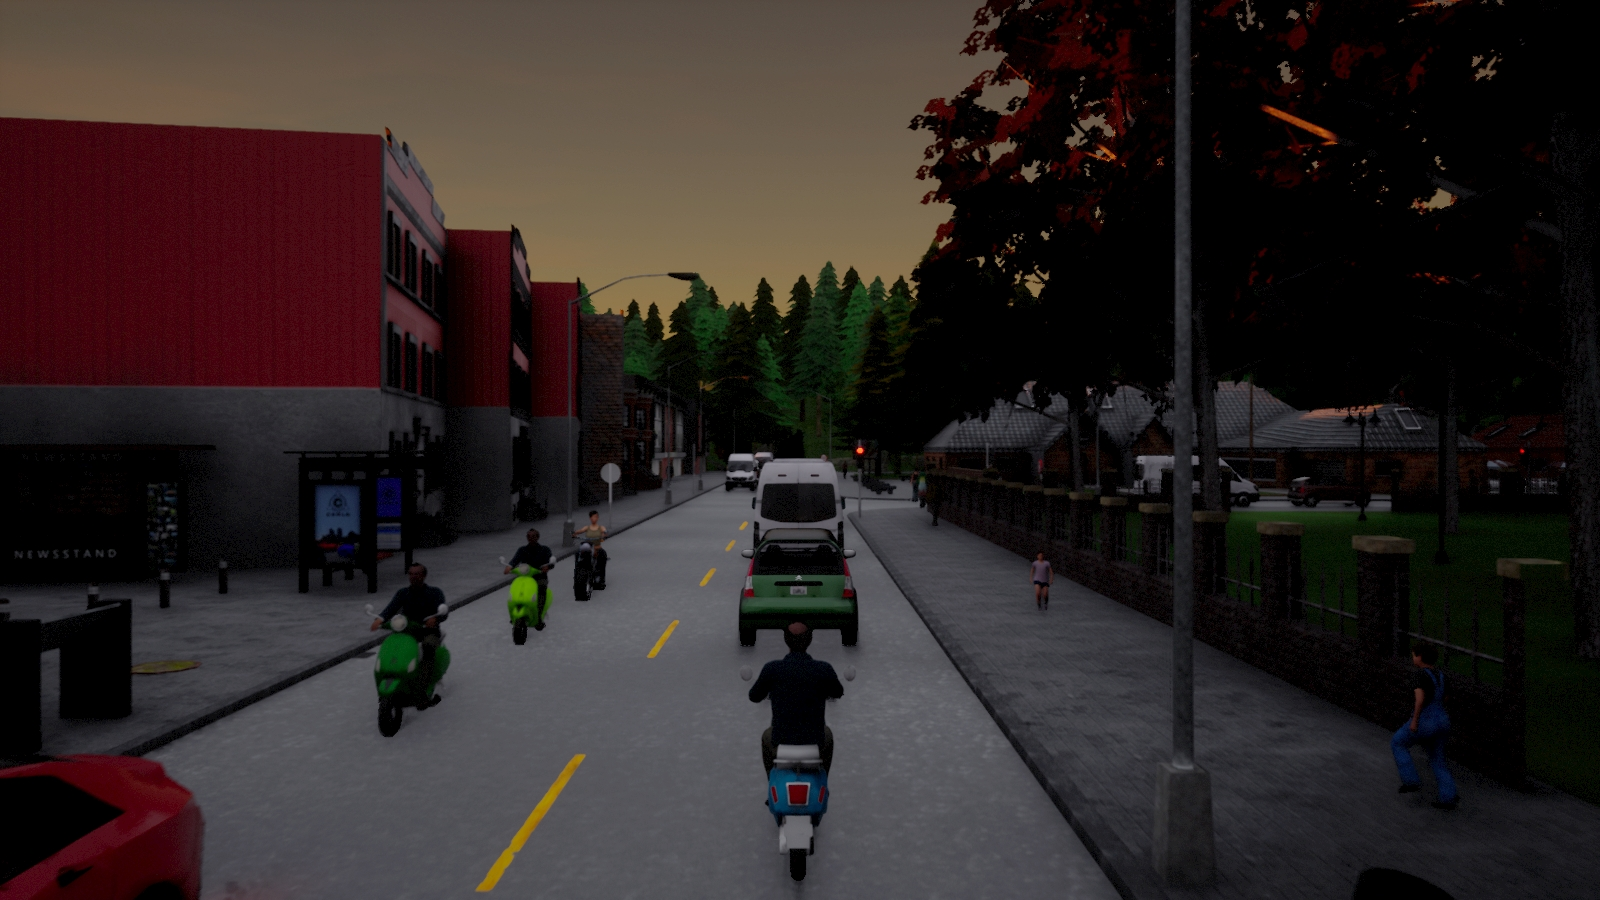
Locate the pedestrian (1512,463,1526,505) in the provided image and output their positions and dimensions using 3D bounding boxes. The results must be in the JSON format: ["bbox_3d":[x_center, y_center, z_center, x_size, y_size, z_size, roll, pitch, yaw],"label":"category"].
[{"bbox_3d":[32.273,1.527,51.266,0.375,1.860,0.375,0,0,-1],"label":"pedestrian"}]

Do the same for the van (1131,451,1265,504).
[{"bbox_3d":[19.583,1.317,56.405,5.915,2.561,1.988,0,0,1],"label":"van"}]

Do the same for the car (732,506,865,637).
[{"bbox_3d":[-0.025,1.780,17.849,1.851,1.617,3.988,0,0,0],"label":"car"}]

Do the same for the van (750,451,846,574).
[{"bbox_3d":[-0.046,1.316,26.826,1.988,2.561,5.915,0,0,0],"label":"van"}]

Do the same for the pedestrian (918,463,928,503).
[{"bbox_3d":[5.741,1.525,53.349,0.375,1.860,0.375,0,0,15],"label":"pedestrian"}]

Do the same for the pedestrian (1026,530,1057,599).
[{"bbox_3d":[4.052,1.905,19.159,0.500,1.100,0.500,0,0,11],"label":"pedestrian"}]

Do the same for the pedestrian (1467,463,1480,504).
[{"bbox_3d":[30.699,1.527,52.063,0.375,1.860,0.375,0,0,-5],"label":"pedestrian"}]

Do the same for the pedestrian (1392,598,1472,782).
[{"bbox_3d":[4.790,1.806,8.668,0.375,1.300,0.375,0,0,-14],"label":"pedestrian"}]

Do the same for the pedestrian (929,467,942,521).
[{"bbox_3d":[4.728,1.527,39.948,0.375,1.860,0.375,0,0,-4],"label":"pedestrian"}]

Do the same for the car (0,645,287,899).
[{"bbox_3d":[-4.015,1.842,4.020,2.231,1.480,4.892,0,0,0],"label":"car"}]

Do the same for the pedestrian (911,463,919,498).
[{"bbox_3d":[6.156,1.631,60.990,0.375,1.860,0.375,0,0,16],"label":"pedestrian"}]

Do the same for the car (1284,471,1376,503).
[{"bbox_3d":[26.120,1.808,56.343,3.705,1.549,1.789,0,0,0],"label":"car"}]
